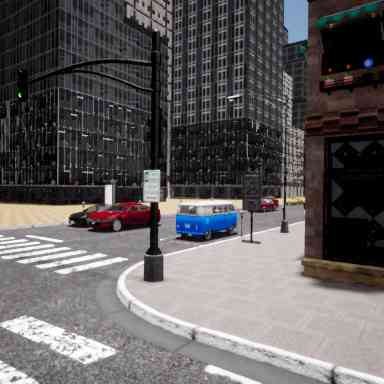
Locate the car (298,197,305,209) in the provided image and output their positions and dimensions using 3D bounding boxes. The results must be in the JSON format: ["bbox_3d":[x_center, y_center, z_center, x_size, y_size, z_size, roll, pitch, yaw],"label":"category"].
[{"bbox_3d":[15.654,1.429,42.299,2.128,1.511,4.902,1,1,36],"label":"car"}]

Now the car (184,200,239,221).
[{"bbox_3d":[1.779,1.469,28.268,2.033,1.411,5.357,1,1,36],"label":"car"}]

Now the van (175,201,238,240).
[{"bbox_3d":[0.862,1.368,17.019,1.690,1.788,3.998,1,1,36],"label":"van"}]

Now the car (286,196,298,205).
[{"bbox_3d":[16.446,1.364,53.271,1.752,1.417,4.829,1,1,36],"label":"car"}]

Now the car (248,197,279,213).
[{"bbox_3d":[7.777,1.505,36.660,1.895,1.301,4.718,1,1,36],"label":"car"}]

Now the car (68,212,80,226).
[{"bbox_3d":[-5.961,1.467,21.892,1.947,1.339,4.313,1,1,36],"label":"car"}]

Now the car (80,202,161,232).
[{"bbox_3d":[-3.974,1.418,20.209,1.882,1.535,5.008,1,1,34],"label":"car"}]
